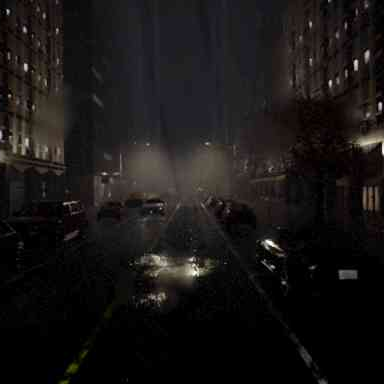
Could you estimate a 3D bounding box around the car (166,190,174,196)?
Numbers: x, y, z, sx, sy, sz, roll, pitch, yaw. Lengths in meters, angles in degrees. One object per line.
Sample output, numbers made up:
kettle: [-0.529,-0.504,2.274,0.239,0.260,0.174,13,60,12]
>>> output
car: [-6.121,0.212,92.885,1.967,1.590,4.097,0,1,0]

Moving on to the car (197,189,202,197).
car: [2.424,0.709,58.859,1.887,1.381,4.507,0,1,0]

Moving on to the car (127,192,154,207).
car: [-5.846,0.920,36.136,2.192,1.841,5.009,0,1,0]

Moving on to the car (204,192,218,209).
car: [2.534,1.009,36.331,1.752,1.417,4.829,0,1,0]

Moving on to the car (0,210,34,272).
car: [-5.707,1.421,7.763,1.967,1.590,4.097,0,1,0]

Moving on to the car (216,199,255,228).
car: [2.618,1.297,19.139,1.802,1.307,4.206,0,1,0]

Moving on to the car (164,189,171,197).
car: [-6.010,0.684,70.189,1.947,1.339,4.313,0,1,0]

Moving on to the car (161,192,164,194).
car: [-5.927,0.893,52.994,1.752,1.417,4.829,0,1,0]

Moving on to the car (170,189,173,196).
car: [-6.038,0.578,75.862,1.887,1.381,4.507,0,1,0]

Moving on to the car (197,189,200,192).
car: [2.398,0.664,64.531,1.802,1.307,4.206,0,1,0]

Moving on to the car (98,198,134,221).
car: [-5.789,1.341,24.788,1.802,1.307,4.206,0,1,0]

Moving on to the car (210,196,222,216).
car: [2.591,1.222,24.813,1.802,1.307,4.206,0,1,0]

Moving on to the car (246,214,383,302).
car: [2.673,1.427,7.791,1.947,1.339,4.313,0,1,0]

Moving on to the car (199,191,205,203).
car: [2.480,0.893,47.510,1.947,1.339,4.313,0,1,0]

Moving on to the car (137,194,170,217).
car: [-3.120,1.208,27.637,1.812,1.442,4.674,-1,1,0]

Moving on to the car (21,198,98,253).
car: [-5.736,1.223,13.436,2.192,1.841,5.009,0,1,0]
